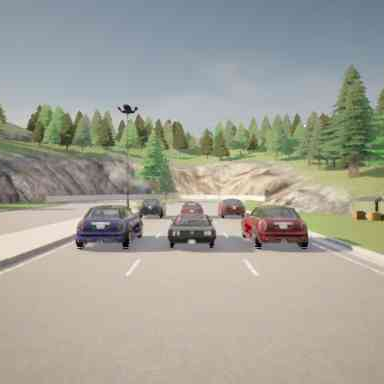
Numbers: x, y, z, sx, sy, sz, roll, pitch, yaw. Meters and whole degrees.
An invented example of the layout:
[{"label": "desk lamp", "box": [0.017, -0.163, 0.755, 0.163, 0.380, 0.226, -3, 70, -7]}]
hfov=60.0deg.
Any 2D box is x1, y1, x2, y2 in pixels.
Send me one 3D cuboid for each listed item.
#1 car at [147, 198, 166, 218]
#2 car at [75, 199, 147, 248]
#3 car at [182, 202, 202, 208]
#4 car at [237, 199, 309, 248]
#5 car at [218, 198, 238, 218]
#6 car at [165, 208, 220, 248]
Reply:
[{"label": "car", "box": [-3.498, 1.350, 29.863, 2.097, 1.767, 4.553, 0, 0, 0]}, {"label": "car", "box": [-3.498, 1.350, 14.859, 2.097, 1.767, 4.553, 0, 0, 0]}, {"label": "car", "box": [0.006, 1.564, 30.087, 1.994, 1.385, 4.181, 0, 0, 0]}, {"label": "car", "box": [3.502, 1.350, 14.859, 2.097, 1.767, 4.553, 0, 0, 0]}, {"label": "car", "box": [3.502, 1.350, 29.863, 2.097, 1.767, 4.553, 0, 0, 0]}, {"label": "car", "box": [0.002, 1.601, 14.886, 1.895, 1.301, 4.718, 0, 0, 0]}]
